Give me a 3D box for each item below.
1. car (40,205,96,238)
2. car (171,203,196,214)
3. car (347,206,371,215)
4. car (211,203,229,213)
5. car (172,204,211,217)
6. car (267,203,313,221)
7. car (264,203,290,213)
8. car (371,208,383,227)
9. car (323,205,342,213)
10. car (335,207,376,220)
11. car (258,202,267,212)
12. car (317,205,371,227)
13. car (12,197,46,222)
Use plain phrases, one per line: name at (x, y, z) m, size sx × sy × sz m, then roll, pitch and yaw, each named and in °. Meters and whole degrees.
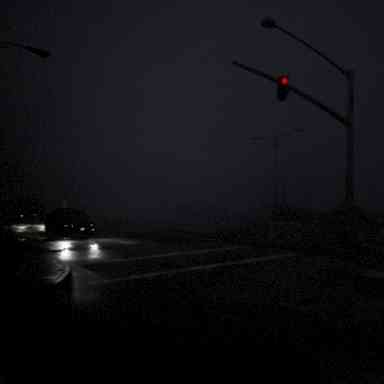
car at (-7.019, 1.681, 19.019) m, size 1.837 × 1.490 × 4.892 m, roll 2°, pitch -2°, yaw -36°
car at (-1.305, 2.466, 49.885) m, size 1.970 × 1.475 × 3.806 m, roll 2°, pitch -2°, yaw -36°
car at (33.248, 3.662, 66.440) m, size 1.970 × 1.475 × 3.806 m, roll 2°, pitch -2°, yaw -36°
car at (3.706, 2.579, 53.906) m, size 2.152 × 1.636 × 5.027 m, roll 2°, pitch -2°, yaw -36°
car at (-0.143, 2.360, 42.027) m, size 2.007 × 1.523 × 4.514 m, roll 2°, pitch -2°, yaw -36°
car at (11.350, 2.270, 37.984) m, size 1.932 × 1.855 × 4.605 m, roll 2°, pitch -2°, yaw -36°
car at (16.184, 2.987, 63.435) m, size 1.932 × 1.855 × 4.605 m, roll 2°, pitch -2°, yaw -36°
car at (16.345, 2.457, 31.129) m, size 1.970 × 1.475 × 3.806 m, roll 2°, pitch -2°, yaw -36°
car at (31.315, 3.807, 74.198) m, size 1.845 × 1.501 × 3.633 m, roll 2°, pitch -2°, yaw -36°
car at (21.855, 2.830, 44.696) m, size 2.007 × 1.523 × 4.514 m, roll 2°, pitch -2°, yaw -36°
car at (14.072, 2.878, 61.400) m, size 1.905 × 1.878 × 3.866 m, roll 2°, pitch -2°, yaw -36°
car at (13.298, 2.081, 29.685) m, size 1.905 × 1.878 × 3.866 m, roll 2°, pitch -2°, yaw -36°
car at (-14.400, 1.514, 29.316) m, size 2.150 × 2.045 × 5.566 m, roll 2°, pitch -1°, yaw -35°
